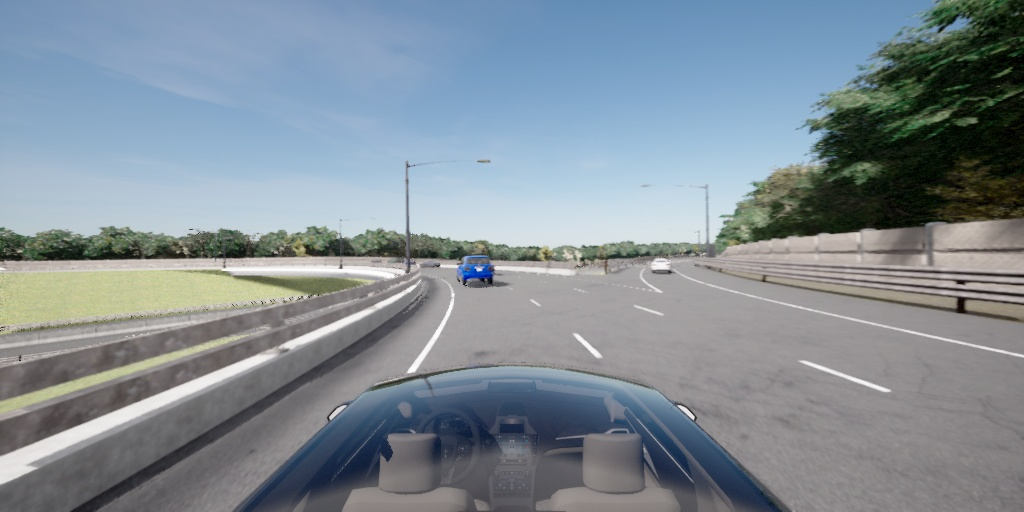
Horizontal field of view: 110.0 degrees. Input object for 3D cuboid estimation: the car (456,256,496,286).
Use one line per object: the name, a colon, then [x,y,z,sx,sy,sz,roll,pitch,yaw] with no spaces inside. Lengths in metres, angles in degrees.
car: [-2.789,1.021,26.322,2.150,2.045,5.566,-1,0,-14]

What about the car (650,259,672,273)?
car: [15.411,0.988,37.220,1.812,1.442,4.674,-1,0,20]
